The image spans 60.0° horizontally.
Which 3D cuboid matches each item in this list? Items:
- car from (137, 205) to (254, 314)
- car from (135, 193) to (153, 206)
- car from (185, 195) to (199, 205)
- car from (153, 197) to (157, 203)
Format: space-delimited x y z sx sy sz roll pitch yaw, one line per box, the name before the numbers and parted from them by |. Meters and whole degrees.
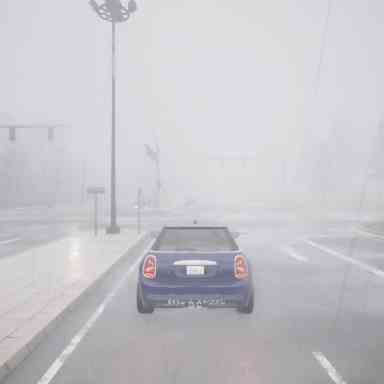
car | 0.071 1.352 7.796 2.097 1.767 4.553 0 0 0
car | -8.266 1.352 55.975 2.097 1.767 4.553 0 0 -1
car | -0.157 1.526 54.615 1.812 1.442 4.674 0 0 -1
car | -8.364 1.547 65.589 2.033 1.411 5.357 0 0 0
